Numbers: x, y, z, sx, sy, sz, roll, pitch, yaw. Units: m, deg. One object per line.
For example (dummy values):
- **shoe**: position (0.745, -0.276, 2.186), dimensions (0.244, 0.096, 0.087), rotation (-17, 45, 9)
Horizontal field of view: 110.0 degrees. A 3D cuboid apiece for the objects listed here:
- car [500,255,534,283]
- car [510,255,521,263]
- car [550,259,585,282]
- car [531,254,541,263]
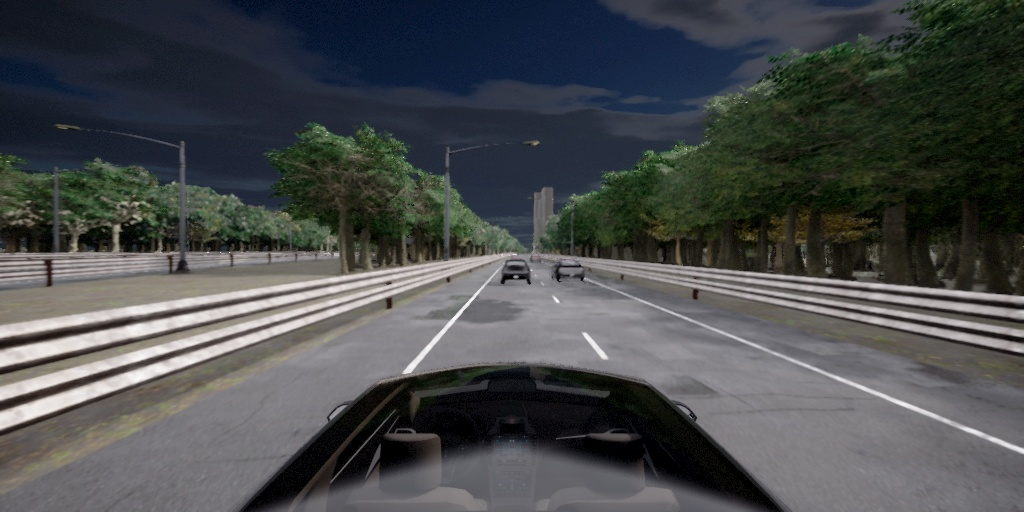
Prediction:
- **car**: position (0.259, 0.946, 23.743), dimensions (1.837, 1.490, 4.892), rotation (0, 1, 1)
- **car**: position (0.604, 0.480, 63.435), dimensions (1.994, 1.385, 4.181), rotation (0, 1, 0)
- **car**: position (3.770, 0.940, 24.794), dimensions (2.128, 1.511, 4.902), rotation (0, 1, 1)
- **car**: position (4.114, 0.418, 64.212), dimensions (2.128, 1.511, 4.902), rotation (0, 0, 0)
